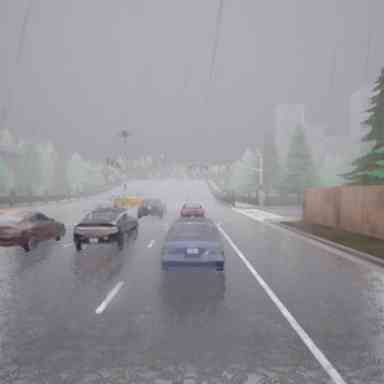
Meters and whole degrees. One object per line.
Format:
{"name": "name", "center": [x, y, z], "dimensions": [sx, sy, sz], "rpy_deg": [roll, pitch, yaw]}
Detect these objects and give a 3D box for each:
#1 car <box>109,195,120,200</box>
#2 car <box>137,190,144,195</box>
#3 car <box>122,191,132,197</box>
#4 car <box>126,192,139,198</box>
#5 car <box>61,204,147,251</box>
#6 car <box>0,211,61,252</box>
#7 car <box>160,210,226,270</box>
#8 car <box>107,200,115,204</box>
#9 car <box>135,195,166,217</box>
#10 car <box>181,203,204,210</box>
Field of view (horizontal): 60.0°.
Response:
{"name": "car", "center": [-17.570, 1.500, 75.597], "dimensions": [2.128, 1.511, 4.902], "rpy_deg": [0, 1, 0]}
{"name": "car", "center": [-14.160, 0.324, 91.069], "dimensions": [1.882, 1.535, 5.008], "rpy_deg": [0, 4, 0]}
{"name": "car", "center": [-17.660, 0.443, 91.028], "dimensions": [1.895, 1.301, 4.718], "rpy_deg": [0, 4, 0]}
{"name": "car", "center": [-14.070, 1.329, 75.643], "dimensions": [2.097, 1.767, 4.553], "rpy_deg": [0, 1, 0]}
{"name": "car", "center": [-3.438, 1.494, 14.116], "dimensions": [2.128, 1.511, 4.902], "rpy_deg": [0, 0, 0]}
{"name": "car", "center": [-6.939, 1.530, 13.882], "dimensions": [1.812, 1.442, 4.674], "rpy_deg": [0, 0, 0]}
{"name": "car", "center": [0.039, 1.551, 10.943], "dimensions": [2.033, 1.411, 5.357], "rpy_deg": [0, 0, 0]}
{"name": "car", "center": [-6.943, 1.609, 28.232], "dimensions": [1.895, 1.301, 4.718], "rpy_deg": [0, 0, 0]}
{"name": "car", "center": [-3.439, 1.359, 29.354], "dimensions": [2.097, 1.767, 4.553], "rpy_deg": [0, 0, 0]}
{"name": "car", "center": [0.057, 1.609, 28.233], "dimensions": [1.895, 1.301, 4.718], "rpy_deg": [0, 0, 0]}
